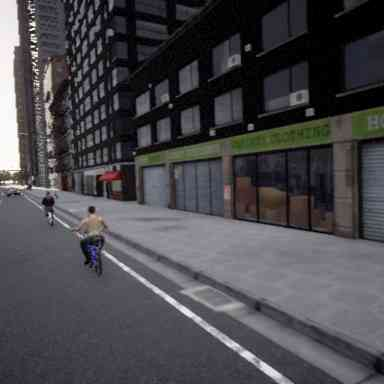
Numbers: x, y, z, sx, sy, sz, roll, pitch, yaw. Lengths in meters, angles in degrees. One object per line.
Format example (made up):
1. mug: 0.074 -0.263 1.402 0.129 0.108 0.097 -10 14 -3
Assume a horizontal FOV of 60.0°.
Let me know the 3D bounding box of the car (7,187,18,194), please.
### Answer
1. car: -37.903 -0.340 70.148 1.994 1.385 4.181 -4 3 -29

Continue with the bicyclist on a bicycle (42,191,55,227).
1. bicyclist on a bicycle: -7.101 0.837 16.458 0.659 1.776 1.843 -4 3 -29

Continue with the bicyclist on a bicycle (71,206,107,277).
1. bicyclist on a bicycle: -2.390 1.122 7.961 0.866 1.612 1.509 -4 3 -29

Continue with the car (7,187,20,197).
1. car: -30.435 0.000 56.884 2.033 1.411 5.357 -4 3 -29
